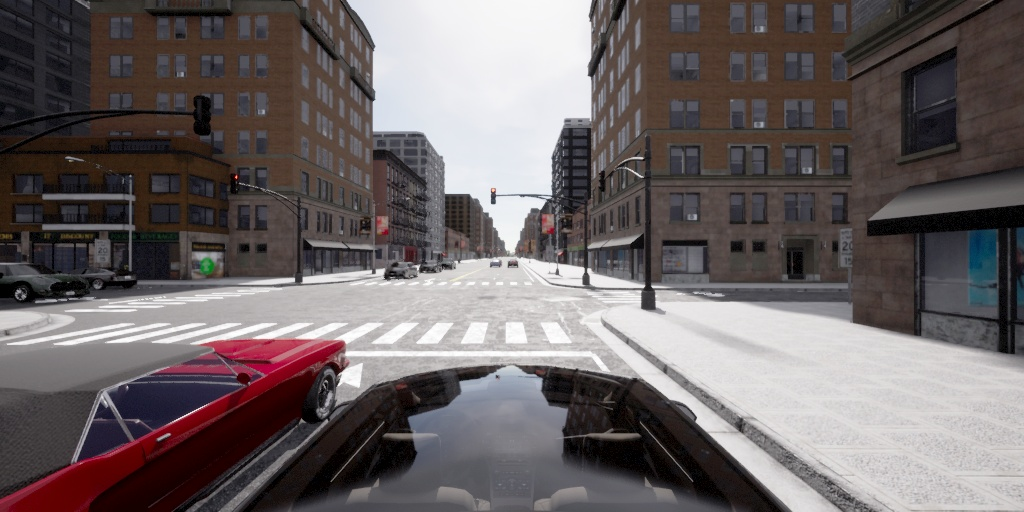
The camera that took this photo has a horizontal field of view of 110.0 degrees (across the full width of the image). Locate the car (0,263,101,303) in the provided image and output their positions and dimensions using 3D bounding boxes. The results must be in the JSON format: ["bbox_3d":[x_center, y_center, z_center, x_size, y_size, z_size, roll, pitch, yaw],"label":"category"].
[{"bbox_3d":[-22.163,1.095,16.196,4.553,1.767,2.097,0,0,0],"label":"car"}]

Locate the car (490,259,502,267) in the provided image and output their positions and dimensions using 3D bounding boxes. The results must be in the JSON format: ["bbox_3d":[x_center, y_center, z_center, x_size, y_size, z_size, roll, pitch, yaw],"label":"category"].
[{"bbox_3d":[-2.979,1.287,64.154,2.033,1.411,5.357,0,0,0],"label":"car"}]

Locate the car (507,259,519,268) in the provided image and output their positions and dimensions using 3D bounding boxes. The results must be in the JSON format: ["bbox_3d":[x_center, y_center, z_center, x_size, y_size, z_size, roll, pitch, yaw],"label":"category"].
[{"bbox_3d":[0.166,1.245,62.199,1.837,1.490,4.892,0,0,0],"label":"car"}]

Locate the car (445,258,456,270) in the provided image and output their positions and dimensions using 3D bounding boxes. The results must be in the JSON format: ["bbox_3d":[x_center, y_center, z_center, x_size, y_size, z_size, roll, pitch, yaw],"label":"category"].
[{"bbox_3d":[-9.699,1.095,53.617,2.097,1.767,4.553,0,0,0],"label":"car"}]

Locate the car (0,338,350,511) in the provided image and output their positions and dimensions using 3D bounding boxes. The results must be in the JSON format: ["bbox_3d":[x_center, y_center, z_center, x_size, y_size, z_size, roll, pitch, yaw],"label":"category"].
[{"bbox_3d":[-3.157,1.351,2.837,1.895,1.301,4.718,0,0,0],"label":"car"}]

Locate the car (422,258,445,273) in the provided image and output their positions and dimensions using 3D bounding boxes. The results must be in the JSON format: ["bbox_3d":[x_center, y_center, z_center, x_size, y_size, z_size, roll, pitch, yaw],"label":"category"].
[{"bbox_3d":[-9.734,1.252,43.192,1.837,1.490,4.892,0,0,1],"label":"car"}]

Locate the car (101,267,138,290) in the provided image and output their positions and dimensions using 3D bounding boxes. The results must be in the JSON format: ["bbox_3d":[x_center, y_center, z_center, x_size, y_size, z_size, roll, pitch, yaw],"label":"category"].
[{"bbox_3d":[-25.321,1.330,21.705,4.313,1.339,1.948,0,0,0],"label":"car"}]

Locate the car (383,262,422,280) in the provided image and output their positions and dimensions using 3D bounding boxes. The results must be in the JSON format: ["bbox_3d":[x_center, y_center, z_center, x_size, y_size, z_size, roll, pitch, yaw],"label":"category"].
[{"bbox_3d":[-9.767,1.256,31.703,1.837,1.490,4.892,0,-1,0],"label":"car"}]
